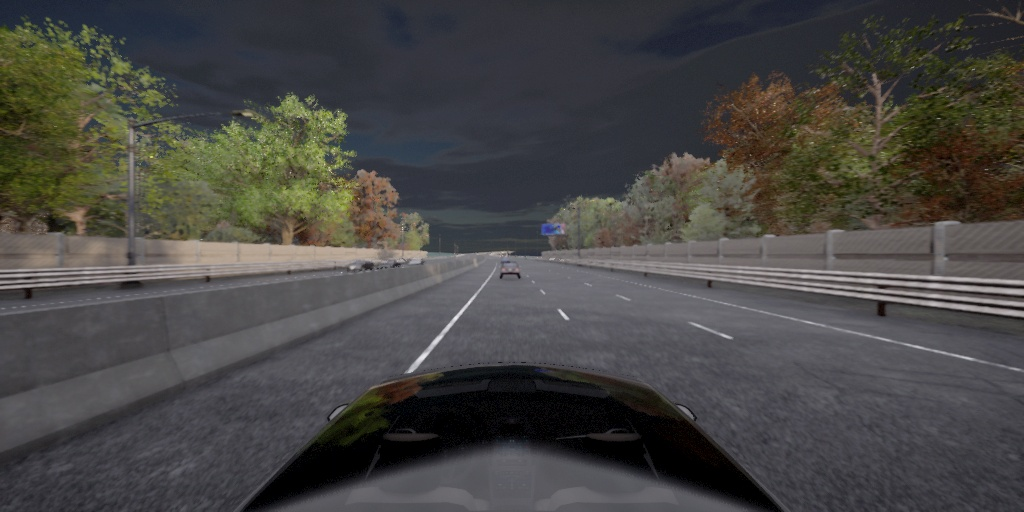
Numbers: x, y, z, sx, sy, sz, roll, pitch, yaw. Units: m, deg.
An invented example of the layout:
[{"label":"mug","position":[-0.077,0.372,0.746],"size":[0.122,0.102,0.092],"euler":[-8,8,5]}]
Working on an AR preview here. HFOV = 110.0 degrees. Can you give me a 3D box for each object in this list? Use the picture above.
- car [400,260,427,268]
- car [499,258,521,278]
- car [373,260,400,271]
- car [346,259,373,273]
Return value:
[{"label":"car","position":[-10.984,1.175,41.285],"size":[1.812,1.442,4.674],"euler":[0,0,-1]},{"label":"car","position":[-0.176,1.203,32.824],"size":[2.033,1.411,5.357],"euler":[0,0,-1]},{"label":"car","position":[-14.517,1.215,42.739],"size":[1.994,1.385,4.181],"euler":[0,0,-1]},{"label":"car","position":[-18.019,1.150,42.809],"size":[2.128,1.511,4.902],"euler":[0,0,-1]}]
